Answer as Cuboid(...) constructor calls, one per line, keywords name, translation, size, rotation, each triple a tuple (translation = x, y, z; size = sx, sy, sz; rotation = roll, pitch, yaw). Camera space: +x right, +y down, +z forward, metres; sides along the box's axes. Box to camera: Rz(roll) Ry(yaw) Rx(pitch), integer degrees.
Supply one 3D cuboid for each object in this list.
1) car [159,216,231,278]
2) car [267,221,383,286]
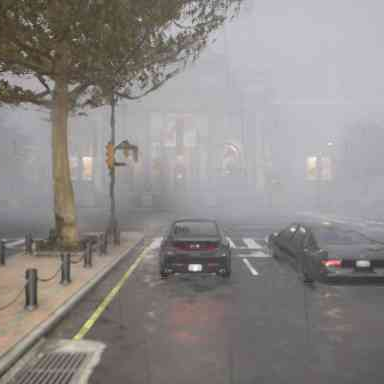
Cuboid(name="car", translation=(0.084, 1.503, 10.109), size=(1.837, 1.490, 4.892), rotation=(0, 0, 0))
Cuboid(name="car", translation=(3.581, 1.546, 9.466), size=(2.033, 1.411, 5.357), rotation=(0, 0, 0))
